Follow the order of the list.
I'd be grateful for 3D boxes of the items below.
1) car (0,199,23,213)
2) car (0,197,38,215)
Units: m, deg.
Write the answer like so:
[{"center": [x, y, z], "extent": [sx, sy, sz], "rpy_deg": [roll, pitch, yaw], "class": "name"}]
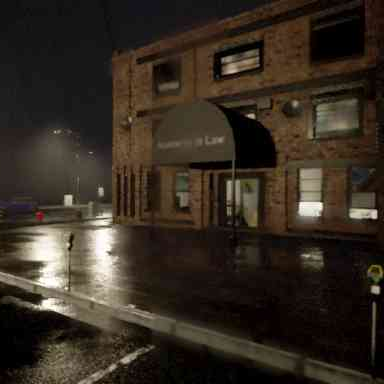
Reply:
[{"center": [-21.390, 1.530, 35.846], "extent": [2.033, 1.411, 5.357], "rpy_deg": [1, 1, 36], "class": "car"}, {"center": [-18.459, 1.358, 34.345], "extent": [2.097, 1.767, 4.553], "rpy_deg": [1, 1, 36], "class": "car"}]
